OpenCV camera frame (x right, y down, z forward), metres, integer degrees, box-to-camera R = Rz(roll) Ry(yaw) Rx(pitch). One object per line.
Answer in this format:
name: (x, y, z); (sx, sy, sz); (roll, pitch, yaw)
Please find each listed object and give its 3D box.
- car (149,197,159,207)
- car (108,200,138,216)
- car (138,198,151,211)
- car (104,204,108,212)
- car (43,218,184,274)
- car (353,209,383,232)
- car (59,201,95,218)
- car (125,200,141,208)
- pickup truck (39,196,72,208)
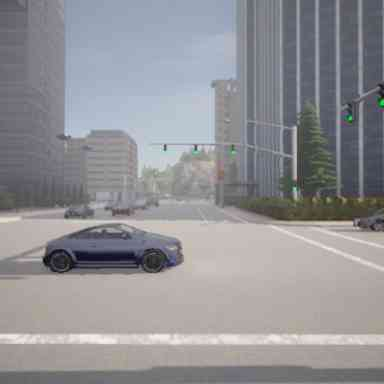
car: (-7.807, 1.925, 66.431); (2.150, 2.045, 5.566); (0, -1, 0)
car: (-7.640, 1.868, 37.306); (1.882, 1.535, 5.008); (0, -1, 0)
car: (-7.746, 2.052, 50.365); (1.812, 1.442, 4.674); (0, -1, 0)
car: (-11.234, 2.048, 47.945); (2.033, 1.411, 5.357); (0, -1, 0)
car: (-2.359, 1.674, 10.433); (4.181, 1.385, 1.994); (0, -1, 0)
car: (12.845, 1.710, 21.069); (4.902, 1.511, 2.128); (0, -1, 0)
car: (-11.098, 1.908, 32.950); (1.994, 1.385, 4.181); (0, 0, -1)
car: (-11.302, 2.220, 64.266); (2.033, 1.411, 5.357); (0, -1, 0)
pickup truck: (-24.357, 1.676, 59.010); (2.390, 2.098, 6.274); (0, -1, 30)
